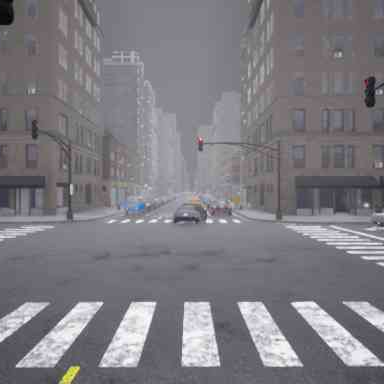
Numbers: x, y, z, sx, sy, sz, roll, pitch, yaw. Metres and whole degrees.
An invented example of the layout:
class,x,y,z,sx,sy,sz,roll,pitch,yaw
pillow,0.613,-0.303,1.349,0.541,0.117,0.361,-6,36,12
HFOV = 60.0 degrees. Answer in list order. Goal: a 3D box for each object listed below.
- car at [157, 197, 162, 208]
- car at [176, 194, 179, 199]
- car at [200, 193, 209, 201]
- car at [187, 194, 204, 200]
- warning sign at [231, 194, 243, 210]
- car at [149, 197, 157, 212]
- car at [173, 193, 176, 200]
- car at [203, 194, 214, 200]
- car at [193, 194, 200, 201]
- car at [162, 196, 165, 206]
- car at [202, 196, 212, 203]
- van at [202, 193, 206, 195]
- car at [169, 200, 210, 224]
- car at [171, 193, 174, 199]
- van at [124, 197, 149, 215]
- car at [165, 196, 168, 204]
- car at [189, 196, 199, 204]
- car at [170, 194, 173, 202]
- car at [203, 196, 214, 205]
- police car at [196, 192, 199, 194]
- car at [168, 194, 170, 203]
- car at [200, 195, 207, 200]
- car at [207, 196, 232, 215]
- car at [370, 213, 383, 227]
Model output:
class,x,y,z,sx,sy,sz,roll,pitch,yaw
car,-5.631,1.568,44.675,1.947,1.339,4.313,0,0,0
car,-5.397,1.305,90.021,2.192,1.841,5.009,0,0,0
car,3.099,1.308,84.319,2.192,1.841,5.009,0,0,0
car,0.357,1.480,49.950,1.882,1.535,5.008,0,0,0
warning sign,5.268,1.117,39.279,1.300,1.860,1.060,0,0,0
car,-5.661,1.442,39.007,1.967,1.590,4.097,0,0,0
car,-5.457,1.521,78.515,1.752,1.417,4.829,0,0,0
car,2.894,1.442,44.635,1.967,1.590,4.097,0,0,0
car,1.245,1.447,89.491,1.801,1.575,5.366,0,0,0
car,-5.602,1.584,50.344,1.802,1.307,4.206,0,0,0
car,3.011,1.550,67.312,2.008,1.369,4.403,0,0,0
van,2.952,1.343,55.973,1.690,1.788,3.998,0,0,0
car,-0.095,1.564,25.207,1.994,1.385,4.181,0,0,11
car,-5.485,1.542,73.016,1.887,1.381,4.507,0,0,0
van,-5.690,1.343,33.339,1.690,1.788,3.998,0,0,0
car,-5.573,1.568,56.012,1.947,1.339,4.313,0,0,0
car,0.368,1.564,66.153,1.994,1.385,4.181,0,0,1
car,-5.514,1.565,67.348,1.947,1.339,4.313,0,0,0
car,2.983,1.526,61.812,1.752,1.417,4.829,0,0,0
police car,1.203,1.420,79.396,1.930,1.638,5.238,0,0,-1
car,-5.544,1.526,61.510,1.752,1.417,4.829,0,0,0
car,3.128,1.556,89.989,1.947,1.339,4.313,0,0,0
car,2.836,1.442,33.297,1.967,1.590,4.097,0,0,0
car,13.769,1.615,20.622,4.718,1.301,1.895,0,0,0
